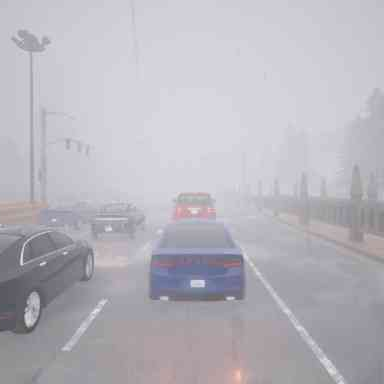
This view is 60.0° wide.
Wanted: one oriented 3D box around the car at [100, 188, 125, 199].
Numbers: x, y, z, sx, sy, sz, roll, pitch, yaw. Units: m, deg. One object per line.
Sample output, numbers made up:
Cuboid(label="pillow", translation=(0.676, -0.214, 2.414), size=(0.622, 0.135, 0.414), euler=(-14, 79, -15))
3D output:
Cuboid(label="car", translation=(-13.900, 0.367, 58.352), size=(2.150, 2.045, 5.566), euler=(0, 1, 0))

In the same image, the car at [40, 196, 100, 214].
Cuboid(label="car", translation=(-6.869, 1.219, 19.059), size=(1.882, 1.535, 5.008), euler=(0, 1, 0))

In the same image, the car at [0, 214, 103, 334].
Cuboid(label="car", translation=(-3.401, 1.435, 6.603), size=(1.837, 1.490, 4.892), euler=(0, 1, 0))

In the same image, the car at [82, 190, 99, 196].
Cuboid(label="car", translation=(-20.793, 0.377, 66.263), size=(2.097, 1.767, 4.553), euler=(0, 1, 0))

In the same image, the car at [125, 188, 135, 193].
Cuboid(label="car", translation=(-13.783, 0.214, 68.674), size=(2.150, 2.045, 5.566), euler=(0, 1, 0))

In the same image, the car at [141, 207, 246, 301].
Cuboid(label="car", translation=(0.101, 1.383, 8.189), size=(1.882, 1.535, 5.008), euler=(0, 1, 0))

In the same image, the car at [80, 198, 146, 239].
Cuboid(label="car", translation=(-3.379, 1.279, 15.976), size=(2.128, 1.511, 4.902), euler=(0, 1, 0))

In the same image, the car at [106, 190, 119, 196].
Cuboid(label="car", translation=(-20.714, 0.250, 87.092), size=(2.033, 1.411, 5.357), euler=(0, 1, 0))

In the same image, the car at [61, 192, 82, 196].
Cuboid(label="car", translation=(-20.902, 0.697, 56.609), size=(1.812, 1.442, 4.674), euler=(0, 1, 1))

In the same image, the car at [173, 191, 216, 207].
Cuboid(label="car", translation=(0.124, 0.978, 18.059), size=(2.150, 2.045, 5.566), euler=(0, 1, 0))
